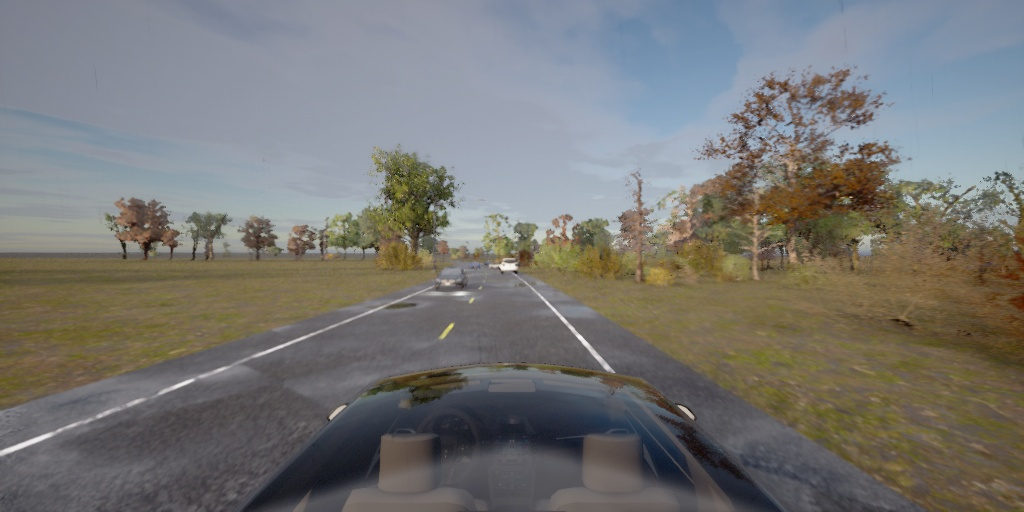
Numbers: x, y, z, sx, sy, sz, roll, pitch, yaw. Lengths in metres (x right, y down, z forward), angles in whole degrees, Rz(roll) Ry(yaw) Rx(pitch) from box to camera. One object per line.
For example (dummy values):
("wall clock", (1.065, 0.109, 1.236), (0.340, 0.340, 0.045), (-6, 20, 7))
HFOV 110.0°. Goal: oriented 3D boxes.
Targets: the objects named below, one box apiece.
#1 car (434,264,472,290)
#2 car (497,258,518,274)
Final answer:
("car", (-4.019, 1.469, 24.315), (1.812, 1.442, 4.674), (0, 0, -2))
("car", (-0.424, 1.321, 47.623), (2.150, 2.045, 5.566), (0, 0, -4))
